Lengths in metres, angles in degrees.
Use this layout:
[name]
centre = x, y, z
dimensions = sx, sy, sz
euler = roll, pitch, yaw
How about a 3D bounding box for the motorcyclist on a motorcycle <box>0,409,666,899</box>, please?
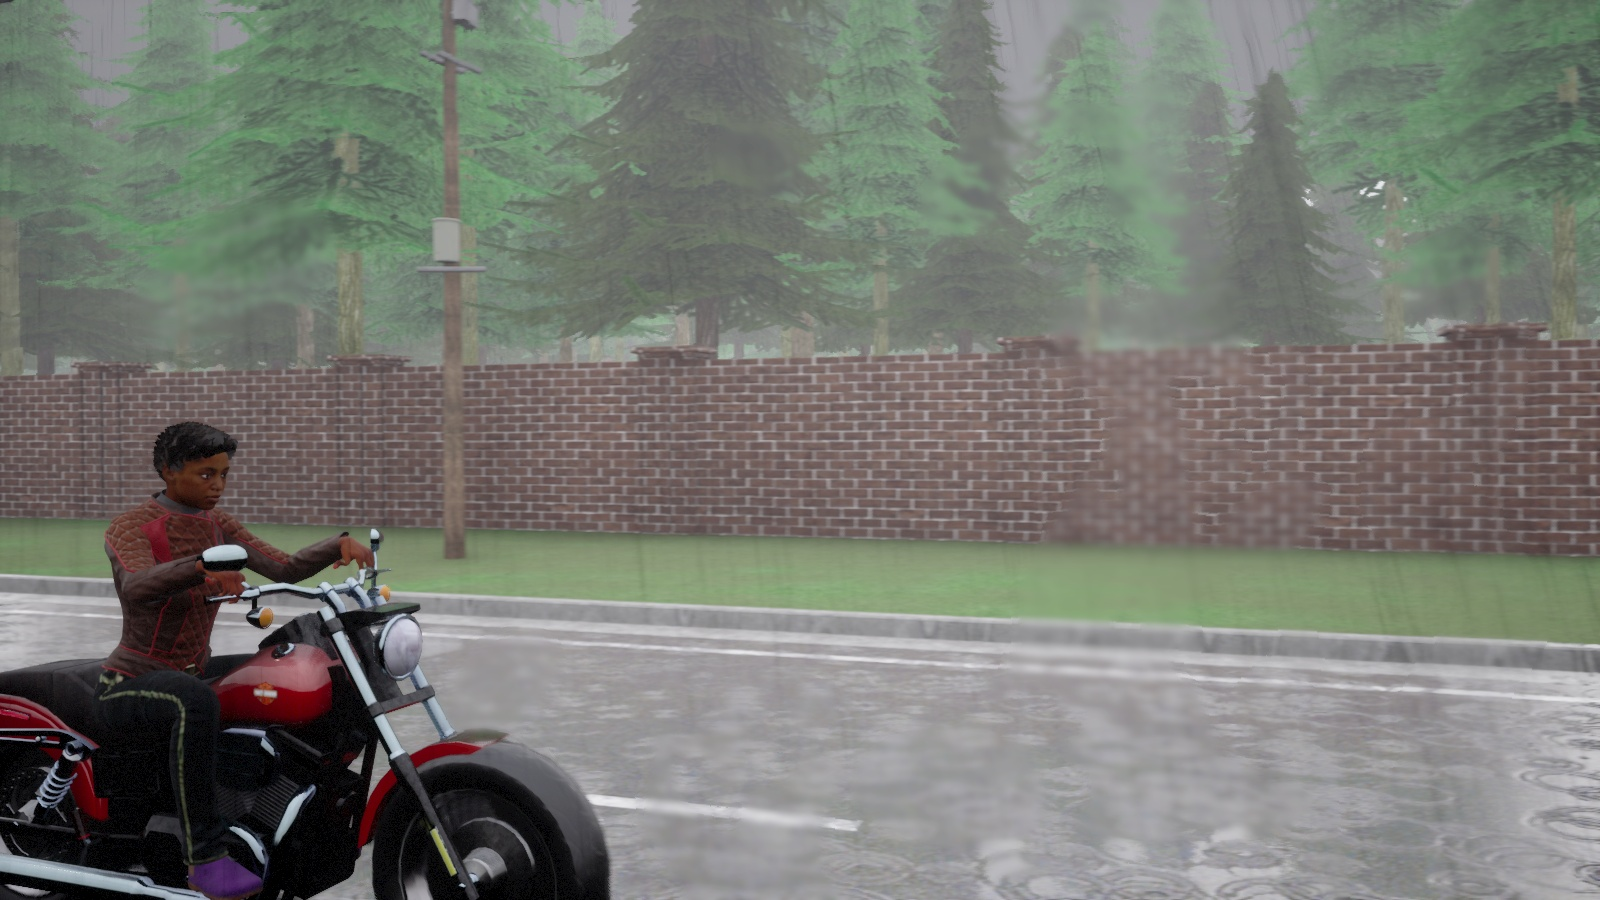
[motorcyclist on a motorcycle]
centre = -1.639, 0.711, 3.744
dimensions = 2.350, 1.649, 0.766
euler = 1, 1, 19
